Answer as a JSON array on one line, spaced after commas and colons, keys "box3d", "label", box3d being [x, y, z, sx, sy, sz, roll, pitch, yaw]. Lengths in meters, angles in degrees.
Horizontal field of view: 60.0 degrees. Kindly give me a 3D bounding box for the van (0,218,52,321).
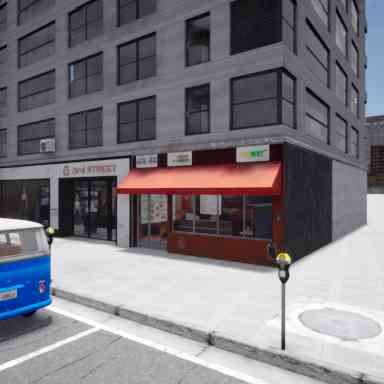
[{"box3d": [-4.310, 1.341, 6.157, 3.998, 1.788, 1.690, 0, 0, 36], "label": "van"}]
